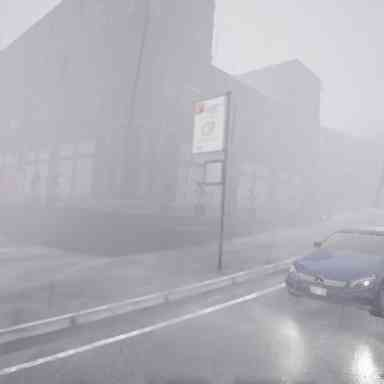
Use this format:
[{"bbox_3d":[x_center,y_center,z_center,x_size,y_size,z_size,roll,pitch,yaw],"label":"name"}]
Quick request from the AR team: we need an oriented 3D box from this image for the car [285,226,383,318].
[{"bbox_3d":[4.029,1.573,7.758,4.674,1.442,1.812,0,0,-43],"label":"car"}]
